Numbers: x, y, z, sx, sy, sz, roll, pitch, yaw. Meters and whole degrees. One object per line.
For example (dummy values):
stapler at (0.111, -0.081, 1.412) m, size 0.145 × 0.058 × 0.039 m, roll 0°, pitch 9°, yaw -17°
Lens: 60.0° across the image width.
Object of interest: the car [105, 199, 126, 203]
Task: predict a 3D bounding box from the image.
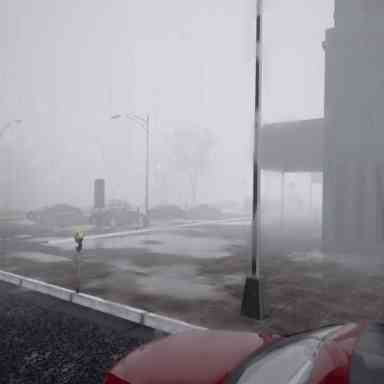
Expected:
car at (-8.302, 1.477, 34.169) m, size 1.967 × 1.590 × 4.097 m, roll 1°, pitch 0°, yaw 36°

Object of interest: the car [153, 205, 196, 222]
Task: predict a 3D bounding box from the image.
car at (-1.960, 1.734, 28.211) m, size 1.947 × 1.339 × 4.313 m, roll 1°, pitch 0°, yaw 36°

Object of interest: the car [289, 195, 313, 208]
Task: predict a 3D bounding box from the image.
car at (18.243, 1.770, 56.012) m, size 1.967 × 1.590 × 4.097 m, roll 1°, pitch 0°, yaw 36°

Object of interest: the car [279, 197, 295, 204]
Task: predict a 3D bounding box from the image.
car at (21.321, 1.845, 74.396) m, size 1.947 × 1.339 × 4.313 m, roll 1°, pitch 0°, yaw 36°

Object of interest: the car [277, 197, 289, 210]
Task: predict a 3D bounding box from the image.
car at (11.726, 1.717, 47.027) m, size 1.967 × 1.590 × 4.097 m, roll 1°, pitch 0°, yaw 36°

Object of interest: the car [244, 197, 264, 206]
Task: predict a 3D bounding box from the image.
car at (11.381, 1.723, 60.825) m, size 1.752 × 1.417 × 4.829 m, roll 1°, pitch 0°, yaw 36°

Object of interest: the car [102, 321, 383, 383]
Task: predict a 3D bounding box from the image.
car at (1.124, 1.582, 2.059) m, size 4.206 × 1.307 × 1.802 m, roll 0°, pitch 1°, yaw 35°

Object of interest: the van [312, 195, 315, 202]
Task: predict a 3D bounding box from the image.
van at (31.163, 1.703, 87.831) m, size 1.690 × 1.788 × 3.998 m, roll 1°, pitch 0°, yaw 36°

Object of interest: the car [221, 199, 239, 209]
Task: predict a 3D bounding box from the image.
car at (4.760, 1.715, 47.341) m, size 2.033 × 1.411 × 5.357 m, roll 1°, pitch 0°, yaw 37°

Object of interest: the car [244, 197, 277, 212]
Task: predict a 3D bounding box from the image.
car at (8.473, 1.566, 42.528) m, size 2.192 × 1.841 × 5.009 m, roll 1°, pitch 0°, yaw 36°

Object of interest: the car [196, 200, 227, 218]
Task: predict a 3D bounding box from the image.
car at (1.277, 1.775, 32.632) m, size 1.802 × 1.307 × 4.206 m, roll 1°, pitch 0°, yaw 36°

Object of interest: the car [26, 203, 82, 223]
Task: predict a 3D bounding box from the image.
car at (-10.752, 1.607, 26.220) m, size 1.994 × 1.385 × 4.181 m, roll 1°, pitch 0°, yaw 36°

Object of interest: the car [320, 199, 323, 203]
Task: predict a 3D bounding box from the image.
car at (28.183, 1.937, 69.583) m, size 1.752 × 1.417 × 4.829 m, roll 1°, pitch 0°, yaw 36°

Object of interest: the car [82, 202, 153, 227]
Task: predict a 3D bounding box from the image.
car at (-5.199, 1.693, 23.788) m, size 2.008 × 1.369 × 4.403 m, roll 1°, pitch 0°, yaw 36°

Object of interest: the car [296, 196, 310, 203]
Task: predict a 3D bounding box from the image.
car at (27.781, 1.858, 83.216) m, size 1.752 × 1.417 × 4.829 m, roll 1°, pitch 0°, yaw 36°
